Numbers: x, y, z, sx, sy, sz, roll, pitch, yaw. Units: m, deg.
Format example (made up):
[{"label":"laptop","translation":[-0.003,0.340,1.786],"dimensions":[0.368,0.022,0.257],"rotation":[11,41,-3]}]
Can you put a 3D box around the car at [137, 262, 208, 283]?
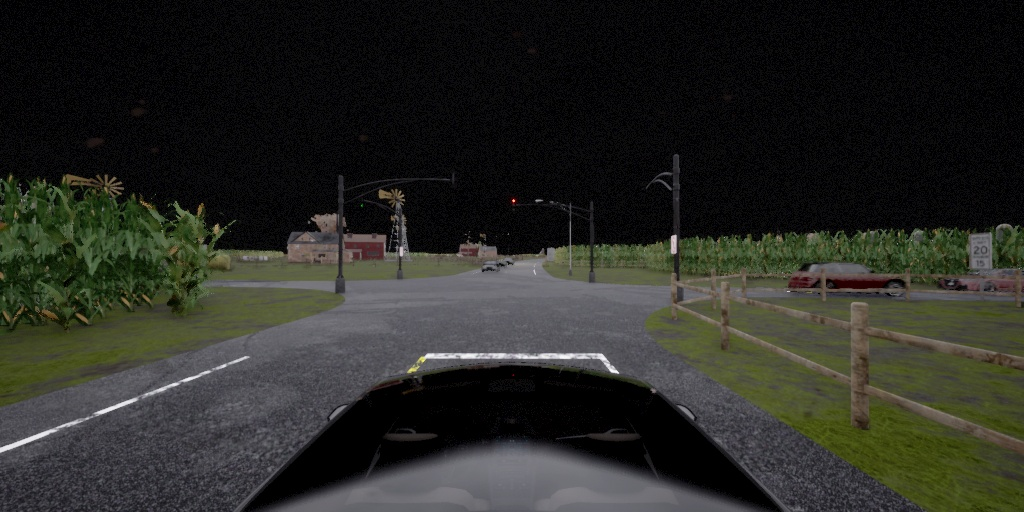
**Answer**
[{"label":"car","translation":[-24.171,1.195,25.400],"dimensions":[4.902,1.511,2.128],"rotation":[0,-1,10]}]

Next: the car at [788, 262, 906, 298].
[{"label":"car","translation":[17.077,1.110,18.325],"dimensions":[4.553,1.767,2.097],"rotation":[0,-1,8]}]

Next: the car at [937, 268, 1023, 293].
[{"label":"car","translation":[26.444,1.373,19.642],"dimensions":[4.181,1.385,1.994],"rotation":[0,-1,10]}]

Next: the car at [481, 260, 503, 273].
[{"label":"car","translation":[-2.571,1.308,43.793],"dimensions":[1.994,1.385,4.181],"rotation":[0,0,3]}]

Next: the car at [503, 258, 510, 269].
[{"label":"car","translation":[-1.847,1.337,57.255],"dimensions":[1.895,1.301,4.718],"rotation":[0,0,4]}]
